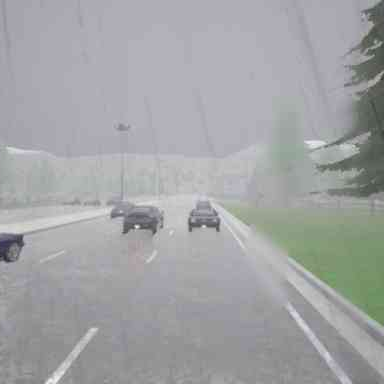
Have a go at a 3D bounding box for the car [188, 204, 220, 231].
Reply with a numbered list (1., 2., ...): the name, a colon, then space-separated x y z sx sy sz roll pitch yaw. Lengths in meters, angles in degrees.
1. car: 0.756 1.679 21.194 1.895 1.301 4.718 0 0 2

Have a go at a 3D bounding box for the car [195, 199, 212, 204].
1. car: 1.436 1.645 42.186 2.128 1.511 4.902 0 0 2

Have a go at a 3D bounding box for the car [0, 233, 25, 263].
1. car: -6.623 1.601 9.136 1.895 1.301 4.718 0 0 2

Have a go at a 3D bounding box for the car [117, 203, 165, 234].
1. car: -2.789 1.561 19.776 1.837 1.490 4.892 0 0 2

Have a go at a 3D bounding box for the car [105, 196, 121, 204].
1. car: -13.335 1.489 57.107 2.097 1.767 4.553 0 0 0

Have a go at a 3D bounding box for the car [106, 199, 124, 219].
1. car: -5.956 1.641 30.149 1.994 1.385 4.181 0 0 2

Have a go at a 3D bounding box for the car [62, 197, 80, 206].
1. car: -20.352 1.626 56.505 1.812 1.442 4.674 0 0 1

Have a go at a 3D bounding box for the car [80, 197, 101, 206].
1. car: -16.855 1.642 56.342 1.812 1.442 4.674 0 0 1
